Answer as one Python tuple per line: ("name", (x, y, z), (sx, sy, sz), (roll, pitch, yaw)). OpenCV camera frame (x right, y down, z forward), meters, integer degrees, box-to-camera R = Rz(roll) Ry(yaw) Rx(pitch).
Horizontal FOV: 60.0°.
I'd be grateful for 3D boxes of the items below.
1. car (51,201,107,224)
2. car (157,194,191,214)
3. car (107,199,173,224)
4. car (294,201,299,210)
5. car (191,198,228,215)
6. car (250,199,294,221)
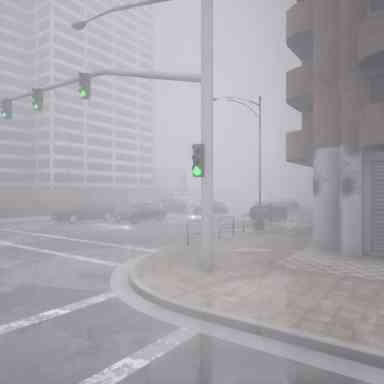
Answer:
("car", (-8.118, 1.478, 25.195), (1.882, 1.535, 5.008), (0, 0, 35))
("car", (-2.541, 1.352, 33.063), (2.097, 1.767, 4.553), (0, 0, 35))
("car", (-3.817, 1.526, 25.182), (1.812, 1.442, 4.674), (0, 0, 35))
("car", (11.648, 1.526, 40.701), (1.812, 1.442, 4.674), (0, 0, 35))
("car", (1.881, 1.564, 33.234), (1.994, 1.385, 4.181), (0, 0, 36))
("car", (6.380, 1.504, 27.163), (1.837, 1.490, 4.892), (0, 0, 35))
